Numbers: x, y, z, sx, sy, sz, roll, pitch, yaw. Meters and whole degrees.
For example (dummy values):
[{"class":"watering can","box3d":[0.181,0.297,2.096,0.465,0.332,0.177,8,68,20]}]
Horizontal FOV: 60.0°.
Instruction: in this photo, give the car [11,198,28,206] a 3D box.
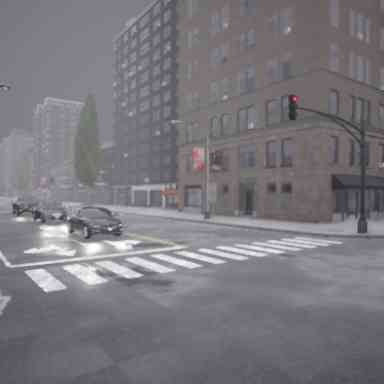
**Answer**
[{"class":"car","box3d":[-31.498,1.790,60.738,2.033,1.411,5.357,0,0,-35]}]

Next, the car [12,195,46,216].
[{"class":"car","box3d":[-17.471,1.364,35.155,2.150,2.045,5.566,0,0,-35]}]

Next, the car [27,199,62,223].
[{"class":"car","box3d":[-11.365,1.600,26.566,2.128,1.511,4.902,0,0,-35]}]

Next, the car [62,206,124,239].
[{"class":"car","box3d":[-5.357,1.580,18.143,1.837,1.490,4.892,0,0,-35]}]

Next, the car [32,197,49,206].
[{"class":"car","box3d":[-28.120,1.754,61.607,1.837,1.490,4.892,0,0,-35]}]

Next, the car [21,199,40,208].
[{"class":"car","box3d":[-25.326,1.775,52.093,1.994,1.385,4.181,0,0,-36]}]
